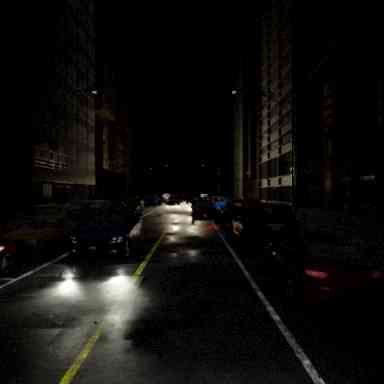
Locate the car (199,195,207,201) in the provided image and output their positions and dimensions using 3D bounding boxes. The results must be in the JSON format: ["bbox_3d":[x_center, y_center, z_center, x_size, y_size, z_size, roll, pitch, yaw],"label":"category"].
[{"bbox_3d":[2.754,1.547,86.313,1.947,1.339,4.313,0,0,0],"label":"car"}]

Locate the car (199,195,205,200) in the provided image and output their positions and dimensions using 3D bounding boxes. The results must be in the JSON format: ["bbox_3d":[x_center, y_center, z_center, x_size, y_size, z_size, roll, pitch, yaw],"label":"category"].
[{"bbox_3d":[2.753,1.507,92.092,1.752,1.417,4.829,0,0,0],"label":"car"}]

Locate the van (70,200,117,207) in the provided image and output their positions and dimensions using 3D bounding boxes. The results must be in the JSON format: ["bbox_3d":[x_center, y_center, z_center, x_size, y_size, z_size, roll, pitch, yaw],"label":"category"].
[{"bbox_3d":[-5.764,1.333,18.990,1.690,1.788,3.998,0,0,0],"label":"van"}]

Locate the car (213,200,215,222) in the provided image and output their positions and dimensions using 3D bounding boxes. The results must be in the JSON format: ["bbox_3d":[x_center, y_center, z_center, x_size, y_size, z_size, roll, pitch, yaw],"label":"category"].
[{"bbox_3d":[2.761,1.515,24.783,1.752,1.417,4.829,0,0,0],"label":"car"}]

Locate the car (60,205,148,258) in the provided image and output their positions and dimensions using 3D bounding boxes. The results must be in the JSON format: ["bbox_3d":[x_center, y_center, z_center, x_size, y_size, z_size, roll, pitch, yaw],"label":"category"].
[{"bbox_3d":[-3.101,1.472,12.871,1.882,1.535,5.008,0,0,0],"label":"car"}]

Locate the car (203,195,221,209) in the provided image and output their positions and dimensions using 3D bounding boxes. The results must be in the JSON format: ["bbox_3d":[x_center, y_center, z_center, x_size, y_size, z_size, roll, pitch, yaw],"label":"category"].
[{"bbox_3d":[2.759,1.300,47.049,2.192,1.841,5.009,0,0,0],"label":"car"}]

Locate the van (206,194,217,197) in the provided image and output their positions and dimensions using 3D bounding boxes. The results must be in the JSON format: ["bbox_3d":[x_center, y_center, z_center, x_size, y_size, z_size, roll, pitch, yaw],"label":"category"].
[{"bbox_3d":[2.760,1.328,35.831,1.690,1.788,3.998,0,0,0],"label":"van"}]

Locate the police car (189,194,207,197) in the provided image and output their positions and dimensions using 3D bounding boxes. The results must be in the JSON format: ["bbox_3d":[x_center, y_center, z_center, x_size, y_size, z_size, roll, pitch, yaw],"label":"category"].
[{"bbox_3d":[0.896,1.411,41.284,1.930,1.638,5.238,0,0,0],"label":"police car"}]

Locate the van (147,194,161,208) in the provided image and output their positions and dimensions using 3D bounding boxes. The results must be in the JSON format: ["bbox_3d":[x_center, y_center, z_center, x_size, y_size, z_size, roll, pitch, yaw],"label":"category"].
[{"bbox_3d":[-5.767,1.326,47.038,1.690,1.788,3.998,0,0,0],"label":"van"}]

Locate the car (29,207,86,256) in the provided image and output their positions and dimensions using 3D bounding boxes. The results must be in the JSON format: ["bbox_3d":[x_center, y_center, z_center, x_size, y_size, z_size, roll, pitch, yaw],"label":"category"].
[{"bbox_3d":[-5.763,1.520,13.211,1.752,1.417,4.829,0,0,0],"label":"car"}]

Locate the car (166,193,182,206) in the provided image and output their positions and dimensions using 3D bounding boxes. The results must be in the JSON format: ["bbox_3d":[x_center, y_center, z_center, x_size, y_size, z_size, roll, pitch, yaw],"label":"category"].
[{"bbox_3d":[-3.064,1.336,55.269,2.097,1.767,4.553,0,0,0],"label":"car"}]

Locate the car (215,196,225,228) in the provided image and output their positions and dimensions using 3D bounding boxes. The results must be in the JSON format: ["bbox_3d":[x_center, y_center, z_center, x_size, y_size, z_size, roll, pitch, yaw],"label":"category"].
[{"bbox_3d":[2.762,1.307,19.003,2.192,1.841,5.009,0,0,0],"label":"car"}]

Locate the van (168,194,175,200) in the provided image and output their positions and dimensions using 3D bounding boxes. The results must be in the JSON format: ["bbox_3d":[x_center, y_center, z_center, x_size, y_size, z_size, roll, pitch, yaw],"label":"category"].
[{"bbox_3d":[-5.771,1.323,91.914,1.690,1.788,3.998,0,0,0],"label":"van"}]

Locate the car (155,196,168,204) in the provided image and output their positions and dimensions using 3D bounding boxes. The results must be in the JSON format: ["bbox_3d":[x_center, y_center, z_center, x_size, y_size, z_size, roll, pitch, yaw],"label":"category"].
[{"bbox_3d":[-5.769,1.533,63.866,2.008,1.369,4.403,0,0,0],"label":"car"}]

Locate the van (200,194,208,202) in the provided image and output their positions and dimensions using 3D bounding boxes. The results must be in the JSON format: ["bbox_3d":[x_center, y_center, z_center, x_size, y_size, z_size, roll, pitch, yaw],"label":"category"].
[{"bbox_3d":[2.756,1.323,75.095,1.690,1.788,3.998,0,0,0],"label":"van"}]

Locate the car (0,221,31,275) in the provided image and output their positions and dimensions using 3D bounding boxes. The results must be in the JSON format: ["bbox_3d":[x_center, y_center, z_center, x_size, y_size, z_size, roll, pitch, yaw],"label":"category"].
[{"bbox_3d":[-5.762,1.578,7.772,1.802,1.307,4.206,0,0,0],"label":"car"}]

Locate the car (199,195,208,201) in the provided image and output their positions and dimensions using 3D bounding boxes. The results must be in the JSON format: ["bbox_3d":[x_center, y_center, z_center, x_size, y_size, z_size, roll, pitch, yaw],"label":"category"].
[{"bbox_3d":[2.755,1.526,80.704,1.887,1.381,4.507,0,0,0],"label":"car"}]

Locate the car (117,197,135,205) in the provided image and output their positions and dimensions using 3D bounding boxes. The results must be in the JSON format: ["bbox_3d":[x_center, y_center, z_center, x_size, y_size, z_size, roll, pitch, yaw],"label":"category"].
[{"bbox_3d":[-5.764,1.430,24.600,1.967,1.590,4.097,0,0,0],"label":"car"}]

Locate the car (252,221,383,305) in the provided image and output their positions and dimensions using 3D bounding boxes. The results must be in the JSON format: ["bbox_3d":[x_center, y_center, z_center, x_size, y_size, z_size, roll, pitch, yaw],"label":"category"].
[{"bbox_3d":[2.763,1.578,7.785,1.802,1.307,4.206,0,0,0],"label":"car"}]

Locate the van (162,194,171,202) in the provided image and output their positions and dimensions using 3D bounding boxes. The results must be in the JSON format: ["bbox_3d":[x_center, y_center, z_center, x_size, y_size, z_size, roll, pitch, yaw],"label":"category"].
[{"bbox_3d":[-5.770,1.323,75.085,1.690,1.788,3.998,0,0,0],"label":"van"}]

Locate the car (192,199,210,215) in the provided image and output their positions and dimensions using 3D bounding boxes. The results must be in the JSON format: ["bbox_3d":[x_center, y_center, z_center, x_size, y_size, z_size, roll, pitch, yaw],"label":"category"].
[{"bbox_3d":[0.897,1.513,35.174,1.812,1.442,4.674,0,0,0],"label":"car"}]

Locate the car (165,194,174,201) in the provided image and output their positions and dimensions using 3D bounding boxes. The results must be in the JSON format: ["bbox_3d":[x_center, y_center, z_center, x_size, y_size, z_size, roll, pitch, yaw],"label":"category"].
[{"bbox_3d":[-5.771,1.422,86.305,1.967,1.590,4.097,0,0,0],"label":"car"}]

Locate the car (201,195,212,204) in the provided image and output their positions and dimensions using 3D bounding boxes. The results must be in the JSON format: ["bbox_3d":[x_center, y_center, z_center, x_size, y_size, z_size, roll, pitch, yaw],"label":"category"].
[{"bbox_3d":[2.757,1.423,63.876,1.967,1.590,4.097,0,0,0],"label":"car"}]

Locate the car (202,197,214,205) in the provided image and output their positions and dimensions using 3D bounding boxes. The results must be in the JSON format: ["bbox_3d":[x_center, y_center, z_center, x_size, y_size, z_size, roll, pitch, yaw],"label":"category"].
[{"bbox_3d":[2.757,1.528,58.267,1.887,1.381,4.507,0,0,0],"label":"car"}]

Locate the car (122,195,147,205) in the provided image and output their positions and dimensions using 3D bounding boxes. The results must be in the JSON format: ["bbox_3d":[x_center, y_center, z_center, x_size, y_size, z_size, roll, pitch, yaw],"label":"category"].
[{"bbox_3d":[-5.765,1.304,30.209,2.192,1.841,5.009,0,0,0],"label":"car"}]

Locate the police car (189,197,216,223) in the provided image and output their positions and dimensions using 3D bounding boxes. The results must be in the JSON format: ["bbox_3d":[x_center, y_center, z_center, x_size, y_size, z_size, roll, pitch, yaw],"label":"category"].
[{"bbox_3d":[0.897,1.416,25.284,1.930,1.638,5.238,0,0,0],"label":"police car"}]

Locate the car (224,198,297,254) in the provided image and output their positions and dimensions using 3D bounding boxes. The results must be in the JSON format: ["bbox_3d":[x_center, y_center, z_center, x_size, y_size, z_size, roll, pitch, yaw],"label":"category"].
[{"bbox_3d":[2.762,1.309,13.394,2.192,1.841,5.009,0,0,0],"label":"car"}]

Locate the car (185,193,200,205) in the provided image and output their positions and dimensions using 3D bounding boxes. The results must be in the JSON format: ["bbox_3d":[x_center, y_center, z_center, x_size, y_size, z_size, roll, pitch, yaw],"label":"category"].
[{"bbox_3d":[-0.005,1.204,59.083,2.150,2.045,5.566,0,0,0],"label":"car"}]

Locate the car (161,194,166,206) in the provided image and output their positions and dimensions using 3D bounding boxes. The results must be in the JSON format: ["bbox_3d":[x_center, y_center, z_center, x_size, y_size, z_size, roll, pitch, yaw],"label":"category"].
[{"bbox_3d":[-5.767,1.299,52.647,2.192,1.841,5.009,0,0,0],"label":"car"}]
